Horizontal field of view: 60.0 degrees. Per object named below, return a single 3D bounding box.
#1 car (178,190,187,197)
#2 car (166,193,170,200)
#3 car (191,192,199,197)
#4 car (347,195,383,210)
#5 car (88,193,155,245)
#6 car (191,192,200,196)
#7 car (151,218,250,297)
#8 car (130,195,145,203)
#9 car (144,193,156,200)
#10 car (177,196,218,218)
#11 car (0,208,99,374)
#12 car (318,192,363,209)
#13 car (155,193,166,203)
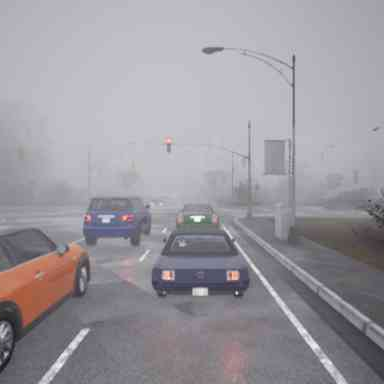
[{"bbox_3d":[-2.429,0.896,84.368,2.128,1.511,4.902,0,1,0],"label":"car"},{"bbox_3d":[-6.025,1.012,76.227,1.882,1.535,5.008,0,1,1],"label":"car"},{"bbox_3d":[0.822,0.676,94.679,1.994,1.385,4.181,0,1,-4],"label":"car"},{"bbox_3d":[21.200,1.374,38.125,5.357,1.411,2.033,0,0,-2],"label":"car"},{"bbox_3d":[-3.247,1.168,15.372,2.150,2.045,5.566,0,0,1],"label":"car"},{"bbox_3d":[1.072,0.904,84.255,2.128,1.511,4.902,0,1,0],"label":"car"},{"bbox_3d":[0.177,1.578,8.454,1.895,1.301,4.718,0,0,0],"label":"car"},{"bbox_3d":[-9.800,1.310,60.273,1.895,1.301,4.718,0,0,1],"label":"car"},{"bbox_3d":[-9.529,1.017,75.972,1.882,1.535,5.008,0,1,1],"label":"car"},{"bbox_3d":[0.282,1.288,17.443,2.097,1.767,4.553,0,0,1],"label":"car"},{"bbox_3d":[-3.341,1.338,5.673,2.097,1.767,4.553,0,0,0],"label":"car"},{"bbox_3d":[18.722,1.030,41.519,5.566,2.045,2.150,0,0,-2],"label":"car"},{"bbox_3d":[-6.296,1.233,60.634,1.812,1.442,4.674,0,0,1],"label":"car"}]
